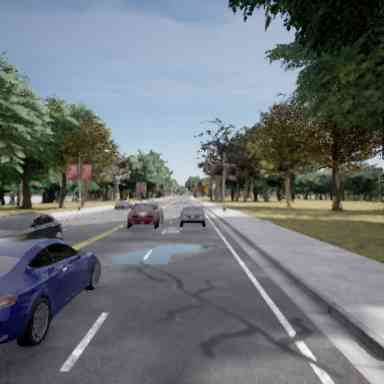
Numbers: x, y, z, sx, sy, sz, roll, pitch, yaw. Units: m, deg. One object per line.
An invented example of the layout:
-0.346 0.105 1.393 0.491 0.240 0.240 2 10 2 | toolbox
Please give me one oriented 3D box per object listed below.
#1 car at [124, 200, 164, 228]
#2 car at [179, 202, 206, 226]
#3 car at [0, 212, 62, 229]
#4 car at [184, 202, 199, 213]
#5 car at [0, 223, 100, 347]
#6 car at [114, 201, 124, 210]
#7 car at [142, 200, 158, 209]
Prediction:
-3.205 1.520 23.679 2.097 1.767 4.553 0 0 0 | car
0.041 1.724 24.777 2.033 1.411 5.357 0 0 0 | car
-6.617 1.592 12.923 1.837 1.490 4.892 0 0 0 | car
-0.073 1.930 42.377 1.895 1.301 4.718 0 -1 0 | car
-3.155 1.567 6.250 1.812 1.442 4.674 0 0 0 | car
-10.053 1.954 48.861 1.994 1.385 4.181 0 -1 0 | car
-6.843 1.991 54.676 2.033 1.411 5.357 0 -1 0 | car
